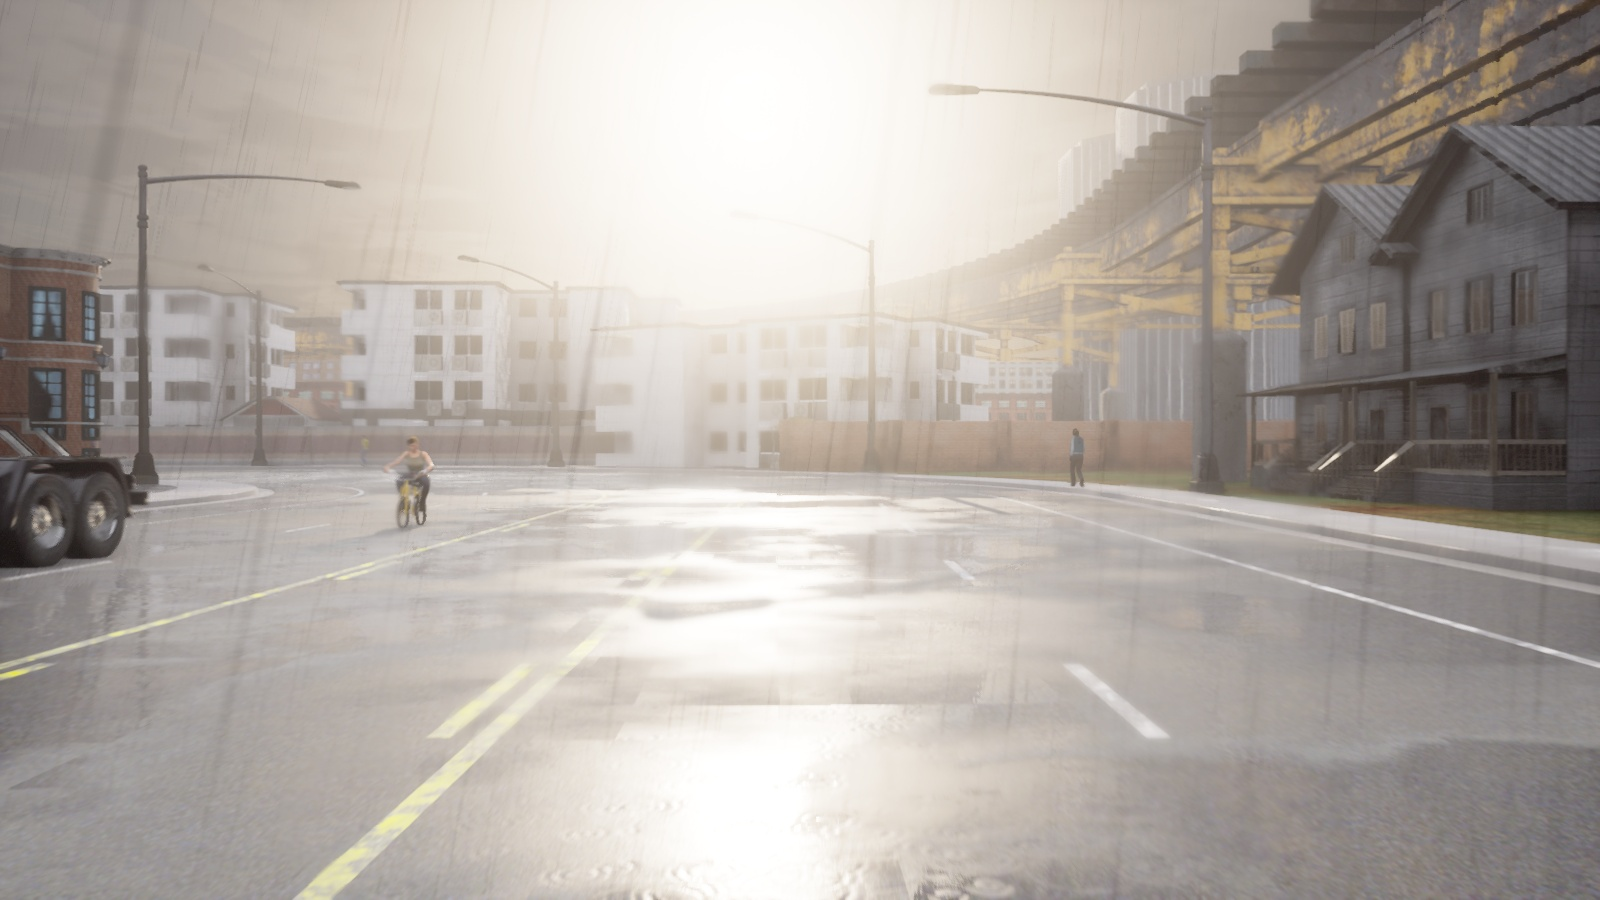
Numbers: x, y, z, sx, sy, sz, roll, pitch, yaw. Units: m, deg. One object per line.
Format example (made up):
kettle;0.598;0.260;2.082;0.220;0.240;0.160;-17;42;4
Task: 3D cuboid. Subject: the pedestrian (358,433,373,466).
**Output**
pedestrian;-24.662;-0.020;71.224;0.706;1.836;0.354;0;0;8

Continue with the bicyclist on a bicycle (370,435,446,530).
bicyclist on a bicycle;-6.860;0.553;22.047;0.866;1.612;1.509;0;0;0

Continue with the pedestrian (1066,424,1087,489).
pedestrian;8.246;0.197;37.496;0.396;1.930;0.692;0;0;-9

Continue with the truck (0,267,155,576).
truck;-10.406;-0.320;13.441;2.891;3.462;7.936;0;0;0
